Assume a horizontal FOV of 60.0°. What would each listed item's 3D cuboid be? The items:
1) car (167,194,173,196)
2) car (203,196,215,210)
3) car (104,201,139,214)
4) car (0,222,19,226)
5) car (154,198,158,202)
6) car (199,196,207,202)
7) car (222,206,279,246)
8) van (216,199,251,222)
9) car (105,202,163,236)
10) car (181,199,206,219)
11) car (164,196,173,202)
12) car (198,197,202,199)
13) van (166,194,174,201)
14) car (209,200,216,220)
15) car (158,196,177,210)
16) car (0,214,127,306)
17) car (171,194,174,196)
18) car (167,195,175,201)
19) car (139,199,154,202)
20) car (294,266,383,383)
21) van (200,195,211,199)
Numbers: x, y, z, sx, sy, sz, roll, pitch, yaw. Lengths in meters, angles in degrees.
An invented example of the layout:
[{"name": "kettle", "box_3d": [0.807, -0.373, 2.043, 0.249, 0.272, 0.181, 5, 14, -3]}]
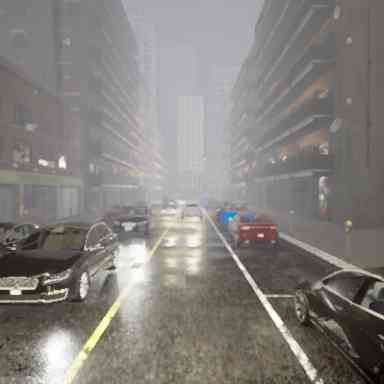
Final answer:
[{"name": "car", "box_3d": [-5.708, 1.697, 70.462, 1.947, 1.339, 4.313, 0, 0, 0]}, {"name": "car", "box_3d": [2.676, 1.599, 43.003, 1.752, 1.417, 4.829, 0, 0, 0]}, {"name": "car", "box_3d": [-5.702, 1.588, 26.275, 1.887, 1.381, 4.507, 0, 0, 0]}, {"name": "car", "box_3d": [-5.699, 1.581, 9.704, 1.947, 1.339, 4.313, 0, 0, 0]}, {"name": "car", "box_3d": [-5.707, 1.621, 53.722, 1.752, 1.417, 4.829, 0, 0, 0]}, {"name": "car", "box_3d": [2.670, 1.706, 81.497, 2.008, 1.369, 4.403, -1, 0, 0]}, {"name": "car", "box_3d": [2.681, 1.569, 15.216, 1.887, 1.381, 4.507, 0, 0, 0]}, {"name": "van", "box_3d": [2.678, 1.375, 20.740, 1.690, 1.788, 3.998, 0, 0, 0]}, {"name": "car", "box_3d": [-3.091, 1.522, 18.727, 2.128, 1.511, 4.902, 0, 0, 0]}, {"name": "car", "box_3d": [0.003, 1.574, 29.086, 1.812, 1.442, 4.674, 0, 0, 0]}, {"name": "car", "box_3d": [-5.711, 1.700, 81.509, 1.887, 1.381, 4.507, 0, 0, 0]}, {"name": "car", "box_3d": [0.048, 1.676, 43.868, 1.895, 1.301, 4.718, 0, 0, 0]}, {"name": "van", "box_3d": [-5.713, 1.509, 87.033, 1.690, 1.788, 3.998, -1, 0, 0]}, {"name": "car", "box_3d": [2.679, 1.609, 26.264, 1.947, 1.339, 4.313, 0, 0, 0]}, {"name": "car", "box_3d": [-3.007, 1.625, 45.048, 2.033, 1.411, 5.357, 0, 0, 0]}, {"name": "car", "box_3d": [-3.100, 1.518, 8.283, 1.837, 1.490, 4.892, 0, 0, 0]}, {"name": "car", "box_3d": [-5.709, 1.687, 75.986, 1.887, 1.381, 4.507, 0, 0, 0]}, {"name": "car", "box_3d": [-5.713, 1.621, 92.556, 1.967, 1.590, 4.097, -1, 0, 0]}, {"name": "car", "box_3d": [-5.703, 1.645, 37.321, 1.802, 1.307, 4.206, 0, 0, 0]}, {"name": "car", "box_3d": [2.683, 1.572, 4.170, 1.947, 1.339, 4.313, 0, 0, 0]}, {"name": "van", "box_3d": [2.673, 1.437, 53.881, 1.690, 1.788, 3.998, -1, 0, 0]}]
